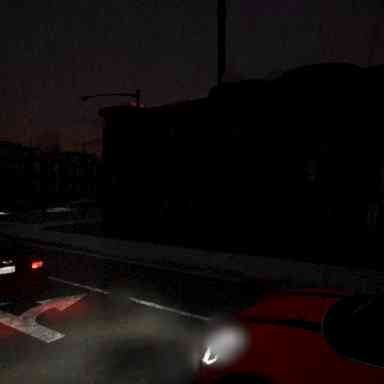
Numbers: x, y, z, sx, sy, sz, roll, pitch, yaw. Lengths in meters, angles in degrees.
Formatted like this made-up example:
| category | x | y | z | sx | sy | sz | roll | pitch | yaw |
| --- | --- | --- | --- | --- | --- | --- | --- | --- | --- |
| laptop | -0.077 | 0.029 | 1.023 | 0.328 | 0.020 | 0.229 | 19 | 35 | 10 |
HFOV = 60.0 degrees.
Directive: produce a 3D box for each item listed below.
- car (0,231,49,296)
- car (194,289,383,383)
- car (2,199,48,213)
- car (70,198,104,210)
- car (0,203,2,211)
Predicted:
| category | x | y | z | sx | sy | sz | roll | pitch | yaw |
| --- | --- | --- | --- | --- | --- | --- | --- | --- | --- |
| car | -5.535 | 1.547 | 7.918 | 5.357 | 1.411 | 2.033 | 0 | 0 | 38 |
| car | 2.214 | 1.352 | 2.418 | 4.553 | 1.767 | 2.097 | 0 | 0 | 36 |
| car | -18.377 | 1.564 | 37.307 | 1.994 | 1.385 | 4.181 | 0 | 0 | 36 |
| car | -13.306 | 1.601 | 44.385 | 1.895 | 1.301 | 4.718 | 0 | 0 | 36 |
| car | -20.890 | 1.547 | 39.817 | 2.033 | 1.411 | 5.357 | 0 | 0 | 36 |
